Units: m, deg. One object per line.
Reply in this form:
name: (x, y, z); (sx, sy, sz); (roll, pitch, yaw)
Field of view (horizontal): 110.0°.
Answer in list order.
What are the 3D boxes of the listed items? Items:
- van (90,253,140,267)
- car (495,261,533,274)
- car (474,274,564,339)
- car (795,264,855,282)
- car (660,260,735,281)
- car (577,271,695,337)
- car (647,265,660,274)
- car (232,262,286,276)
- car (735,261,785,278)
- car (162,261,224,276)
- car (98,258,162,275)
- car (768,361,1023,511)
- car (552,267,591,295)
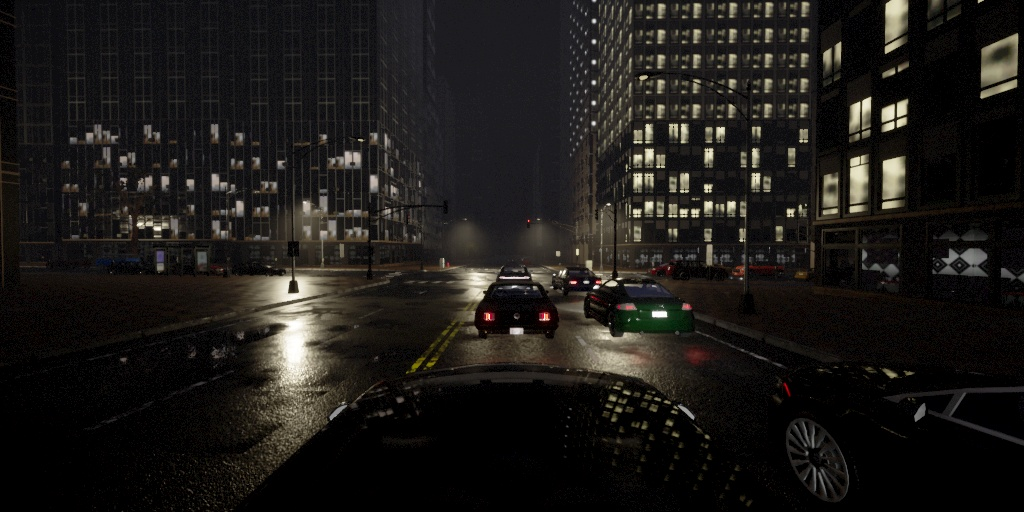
van: (-45.247, 0.604, 41.187); (3.998, 1.789, 1.690); (0, 0, 1)
car: (0.117, 1.232, 19.286); (2.128, 1.511, 4.902); (0, 0, 0)
car: (0.108, 1.347, 10.030); (1.895, 1.301, 4.718); (0, 0, 0)
car: (27.671, 1.578, 31.416); (4.829, 1.417, 1.751); (0, 0, 1)
car: (16.223, 1.268, 31.625); (5.009, 1.841, 2.192); (0, 0, 1)
car: (3.366, 1.310, 10.258); (1.994, 1.385, 4.181); (0, 0, -1)
car: (16.315, 1.425, 37.401); (4.181, 1.385, 1.994); (1, 1, 1)
car: (-22.701, 1.173, 32.196); (4.313, 1.339, 1.948); (0, 0, 1)
car: (25.512, 1.294, 37.230); (4.553, 1.767, 2.097); (1, 1, 1)
car: (-28.385, 1.137, 32.335); (4.207, 1.307, 1.802); (0, 0, 1)
car: (-34.065, 1.069, 32.515); (4.313, 1.339, 1.948); (0, 0, 1)
car: (3.340, 1.242, 1.428); (2.128, 1.511, 4.902); (0, 0, 0)
car: (3.402, 1.288, 19.487); (2.033, 1.411, 5.357); (0, 0, -3)
